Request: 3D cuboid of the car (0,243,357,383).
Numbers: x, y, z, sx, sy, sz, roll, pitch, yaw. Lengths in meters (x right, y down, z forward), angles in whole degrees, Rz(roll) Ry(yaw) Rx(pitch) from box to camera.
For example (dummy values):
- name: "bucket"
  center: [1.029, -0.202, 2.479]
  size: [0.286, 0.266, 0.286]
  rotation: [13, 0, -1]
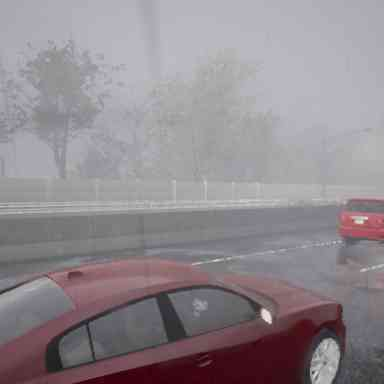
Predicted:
- name: "car"
  center: [-0.377, 1.476, 3.476]
  size: [5.008, 1.535, 1.882]
  rotation: [0, 0, -35]

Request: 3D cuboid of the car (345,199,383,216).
- name: "car"
  center: [17.845, 1.503, 33.877]
  size: [4.892, 1.490, 1.837]
  rotation: [0, 0, -35]

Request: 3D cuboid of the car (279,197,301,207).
- name: "car"
  center: [12.164, 1.350, 38.424]
  size: [4.553, 1.767, 2.097]
  rotation: [0, 0, -35]

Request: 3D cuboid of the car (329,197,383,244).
- name: "car"
  center: [8.487, 1.218, 14.088]
  size: [5.566, 2.045, 2.150]
  rotation: [0, 0, -35]

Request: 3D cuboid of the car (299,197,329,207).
- name: "car"
  center: [14.253, 1.546, 35.622]
  size: [5.357, 1.411, 2.033]
  rotation: [0, 0, -36]
